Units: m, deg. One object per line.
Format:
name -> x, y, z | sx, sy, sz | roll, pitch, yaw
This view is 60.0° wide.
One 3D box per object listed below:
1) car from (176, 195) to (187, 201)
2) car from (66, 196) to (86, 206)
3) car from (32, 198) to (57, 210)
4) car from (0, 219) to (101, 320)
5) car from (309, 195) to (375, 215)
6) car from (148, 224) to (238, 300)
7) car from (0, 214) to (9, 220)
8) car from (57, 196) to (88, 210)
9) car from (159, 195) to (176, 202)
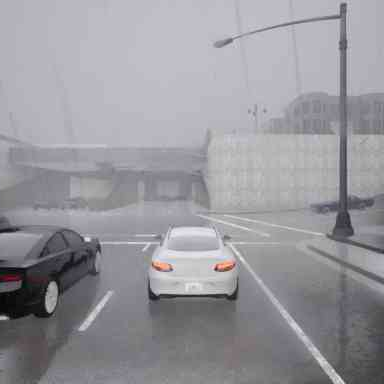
car -> -2.860, 1.552, 83.848 | 1.994, 1.385, 4.181 | 0, 0, 27
car -> -19.035, 1.502, 54.854 | 1.837, 1.490, 4.892 | 0, 1, -2
car -> -18.659, 1.547, 43.083 | 2.033, 1.411, 5.357 | 0, 0, -2
car -> -3.475, 1.478, 7.440 | 1.882, 1.535, 5.008 | 0, 0, 0
car -> 12.053, 1.012, 27.097 | 4.718, 1.301, 1.895 | -6, 0, -1
car -> 0.018, 1.526, 8.239 | 1.812, 1.442, 4.674 | 0, 0, 0
car -> -10.867, 1.564, 16.584 | 1.994, 1.385, 4.181 | 0, 0, -5
car -> -15.138, 1.526, 42.519 | 1.812, 1.442, 4.674 | 0, 0, -2
car -> -5.344, 1.552, 74.324 | 1.994, 1.385, 4.181 | 0, 0, 5
